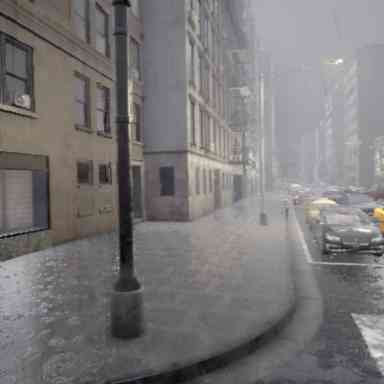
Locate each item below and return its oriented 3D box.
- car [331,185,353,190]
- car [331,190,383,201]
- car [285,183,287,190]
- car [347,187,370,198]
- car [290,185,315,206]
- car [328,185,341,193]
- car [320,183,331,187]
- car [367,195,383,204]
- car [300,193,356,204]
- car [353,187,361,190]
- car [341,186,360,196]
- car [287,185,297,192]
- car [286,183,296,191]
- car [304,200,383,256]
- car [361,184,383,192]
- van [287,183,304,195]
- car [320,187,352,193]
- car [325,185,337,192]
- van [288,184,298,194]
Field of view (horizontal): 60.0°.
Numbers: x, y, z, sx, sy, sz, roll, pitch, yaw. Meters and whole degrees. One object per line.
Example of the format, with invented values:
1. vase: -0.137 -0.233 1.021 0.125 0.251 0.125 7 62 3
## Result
1. car: 19.208 0.086 42.210 1.837 1.490 4.892 -1 2 15
2. car: 10.389 0.832 21.017 2.033 1.411 5.357 -1 2 15
3. car: 17.827 -0.487 58.210 2.192 1.841 5.009 -1 2 15
4. car: 22.790 -0.023 45.664 2.008 1.369 4.403 -1 2 15
5. car: 10.756 0.434 32.137 1.967 1.590 4.097 -1 2 15
6. car: 28.474 -0.666 66.519 1.887 1.381 4.507 -1 2 15
7. car: 21.916 -0.231 52.146 2.128 1.511 4.902 -1 2 15
8. car: 7.785 1.054 11.490 1.882 1.535 5.008 -1 2 15
9. car: 6.468 1.002 16.329 1.752 1.417 4.829 -1 2 15
10. car: 21.370 0.152 40.451 1.947 1.339 4.313 -1 2 15
11. car: 24.255 -0.212 51.040 1.752 1.417 4.829 -1 2 15
12. car: 22.076 -0.730 73.863 2.008 1.369 4.403 -1 2 15
13. car: 23.487 -1.125 79.072 2.192 1.841 5.009 -1 2 15
14. car: 5.098 1.182 11.278 2.008 1.369 4.403 -1 2 15
15. car: 19.944 0.060 35.231 2.192 1.841 5.009 -1 2 15
16. van: 16.413 -0.302 52.996 1.690 1.788 3.998 -1 2 15
17. car: 13.025 0.553 30.670 1.994 1.385 4.181 -1 2 15
18. car: 29.896 -0.805 71.733 1.947 1.339 4.313 -1 2 15
19. van: 19.243 -0.621 63.427 1.690 1.788 3.998 -1 2 15
